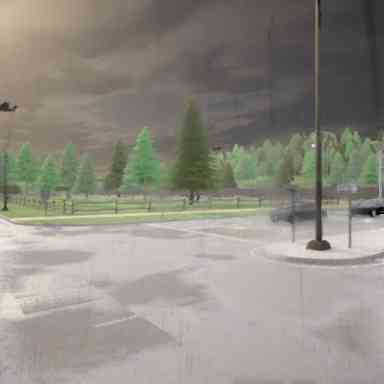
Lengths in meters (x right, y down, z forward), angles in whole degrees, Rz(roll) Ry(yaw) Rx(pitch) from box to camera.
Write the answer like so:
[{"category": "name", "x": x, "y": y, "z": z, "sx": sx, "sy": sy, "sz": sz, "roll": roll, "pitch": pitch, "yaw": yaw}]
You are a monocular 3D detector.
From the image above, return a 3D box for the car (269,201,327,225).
[{"category": "car", "x": 7.545, "y": 1.433, "z": 23.500, "sx": 4.892, "sy": 1.490, "sz": 1.837, "roll": 0, "pitch": 0, "yaw": -35}]

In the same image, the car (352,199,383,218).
[{"category": "car", "x": 16.046, "y": 1.369, "z": 29.541, "sx": 5.008, "sy": 1.535, "sz": 1.882, "roll": 0, "pitch": 0, "yaw": -35}]
